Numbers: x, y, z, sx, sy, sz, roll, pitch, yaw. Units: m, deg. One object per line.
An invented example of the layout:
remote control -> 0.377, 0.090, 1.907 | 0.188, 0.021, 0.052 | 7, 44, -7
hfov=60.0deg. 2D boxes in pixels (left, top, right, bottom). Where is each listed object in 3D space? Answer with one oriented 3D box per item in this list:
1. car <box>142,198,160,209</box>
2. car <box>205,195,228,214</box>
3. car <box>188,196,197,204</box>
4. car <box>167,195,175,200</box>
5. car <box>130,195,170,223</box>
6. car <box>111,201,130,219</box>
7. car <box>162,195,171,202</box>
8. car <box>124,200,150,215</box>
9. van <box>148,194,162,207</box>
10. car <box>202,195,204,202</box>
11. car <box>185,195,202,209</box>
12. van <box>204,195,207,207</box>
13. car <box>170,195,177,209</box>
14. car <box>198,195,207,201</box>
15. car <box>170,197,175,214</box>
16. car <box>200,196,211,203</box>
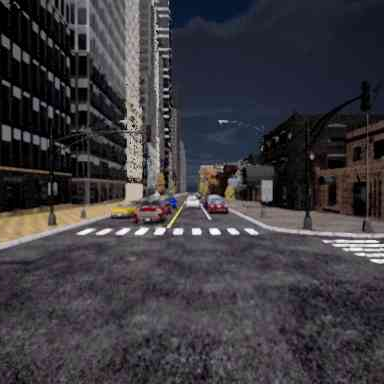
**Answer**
car -> -5.659, 1.536, 46.163 | 1.947, 1.339, 4.313 | -1, 0, 0
car -> 2.684, 1.417, 34.818 | 1.967, 1.590, 4.097 | -1, 0, 0
car -> 0.082, 1.485, 64.349 | 1.812, 1.442, 4.674 | 0, 0, 0
car -> -5.650, 1.512, 91.315 | 1.947, 1.339, 4.313 | -1, 0, 0
car -> -3.090, 1.335, 25.384 | 2.097, 1.767, 4.553 | 0, 0, 0
car -> -5.834, 1.506, 29.060 | 1.752, 1.417, 4.829 | -1, 0, 0
car -> -5.654, 1.480, 74.213 | 1.752, 1.417, 4.829 | -1, 0, 0
car -> -5.661, 1.543, 34.874 | 1.947, 1.339, 4.313 | -1, 0, 0
van -> -5.662, 1.308, 51.807 | 1.690, 1.788, 3.998 | -1, 0, 0
car -> 2.684, 1.285, 46.106 | 2.192, 1.841, 5.009 | -1, 0, 0
car -> 0.109, 1.496, 44.900 | 1.812, 1.442, 4.674 | 0, 0, 0
van -> 2.683, 1.315, 40.462 | 1.690, 1.788, 3.998 | -1, 0, 0
car -> -2.991, 1.448, 45.223 | 1.882, 1.535, 5.008 | 0, 0, 0
car -> 2.696, 1.514, 85.615 | 1.947, 1.339, 4.313 | -1, 0, 0
car -> -3.083, 1.541, 34.839 | 1.994, 1.385, 4.181 | 0, 0, -1
car -> 2.692, 1.508, 68.682 | 2.008, 1.369, 4.403 | -1, 0, 0
